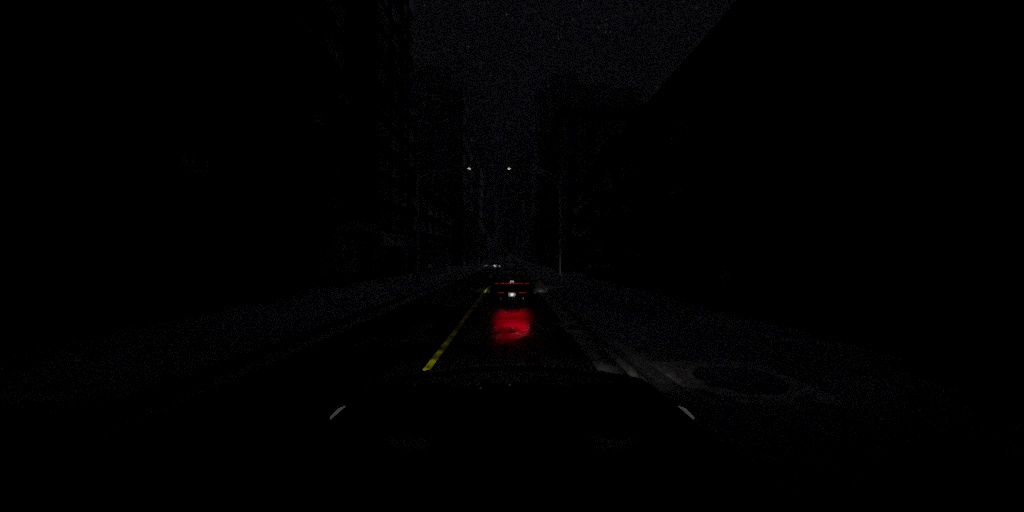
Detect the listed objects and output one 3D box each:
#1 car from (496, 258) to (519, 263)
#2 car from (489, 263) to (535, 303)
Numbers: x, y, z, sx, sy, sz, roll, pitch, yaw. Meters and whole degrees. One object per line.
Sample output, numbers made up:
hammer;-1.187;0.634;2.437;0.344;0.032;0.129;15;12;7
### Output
car;0.000;1.230;31.500;2.128;1.511;4.902;0;0;0
car;0.000;1.262;16.500;1.837;1.490;4.892;0;0;0
